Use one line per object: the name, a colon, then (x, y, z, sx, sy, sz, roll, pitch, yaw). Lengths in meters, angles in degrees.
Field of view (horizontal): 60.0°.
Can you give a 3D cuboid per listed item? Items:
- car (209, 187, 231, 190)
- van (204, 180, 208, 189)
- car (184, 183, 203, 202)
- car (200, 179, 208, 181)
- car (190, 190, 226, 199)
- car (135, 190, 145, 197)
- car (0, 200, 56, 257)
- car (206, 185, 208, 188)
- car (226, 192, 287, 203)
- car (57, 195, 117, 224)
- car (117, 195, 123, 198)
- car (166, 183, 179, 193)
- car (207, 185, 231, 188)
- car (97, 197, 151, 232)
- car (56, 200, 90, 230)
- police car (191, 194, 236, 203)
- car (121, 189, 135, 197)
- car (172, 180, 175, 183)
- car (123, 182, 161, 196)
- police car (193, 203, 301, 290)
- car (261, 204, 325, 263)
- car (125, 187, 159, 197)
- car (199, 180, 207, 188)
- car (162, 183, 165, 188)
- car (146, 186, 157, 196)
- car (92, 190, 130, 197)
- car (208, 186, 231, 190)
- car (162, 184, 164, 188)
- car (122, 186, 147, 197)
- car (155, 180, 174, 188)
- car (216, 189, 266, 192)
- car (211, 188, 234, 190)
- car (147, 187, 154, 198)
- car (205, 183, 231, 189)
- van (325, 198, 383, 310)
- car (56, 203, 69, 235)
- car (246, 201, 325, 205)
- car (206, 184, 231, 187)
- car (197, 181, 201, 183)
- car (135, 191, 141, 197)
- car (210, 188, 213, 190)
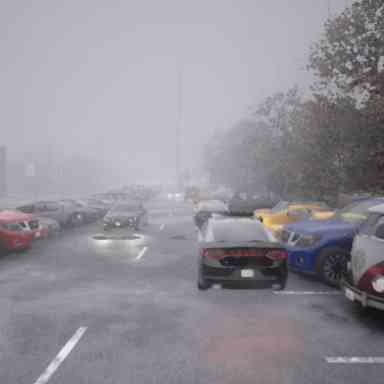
car: (5.084, 0.460, 44.870, 4.792, 1.488, 2.163, 0, 3, 0)
van: (5.013, -0.730, 61.442, 4.442, 1.987, 1.878, -1, 3, 0)
car: (0.086, 0.167, 44.927, 2.150, 2.045, 5.566, 0, 3, 1)
car: (4.931, -1.908, 91.292, 4.553, 1.767, 2.185, 0, 4, 0)
car: (1.090, 0.991, 24.781, 2.097, 1.767, 4.553, 0, 1, 0)
car: (-8.010, 0.807, 36.347, 4.792, 1.488, 2.163, 0, 2, 0)
car: (-7.993, 1.092, 11.273, 5.566, 2.045, 2.435, 0, 1, 0)
car: (5.155, 0.031, 53.103, 4.792, 1.488, 2.163, 0, 3, 0)
car: (4.900, 1.034, 28.146, 5.366, 1.575, 1.946, 0, 2, 0)
car: (-8.010, 1.173, 22.420, 5.008, 1.535, 2.097, 0, 1, 0)
car: (-7.996, 1.151, 25.209, 4.674, 1.452, 2.002, 0, 1, 0)
car: (-3.404, -0.501, 63.767, 1.895, 1.301, 4.718, 0, 3, 0)
car: (5.307, 0.153, 50.313, 5.366, 1.575, 1.946, 0, 3, 0)
car: (-3.570, 1.272, 18.528, 1.837, 1.490, 4.892, 0, 1, 0)
car: (-8.042, 1.302, 16.845, 4.792, 1.488, 2.163, 0, 1, 0)
police car: (1.081, 1.185, 18.926, 1.930, 1.638, 5.238, 0, 1, 0)
car: (-7.959, 0.837, 30.770, 4.553, 1.767, 2.185, 0, 2, 0)
car: (-8.173, -1.968, 93.956, 5.008, 1.535, 2.097, 0, 4, 0)
car: (-7.930, -0.093, 50.257, 5.566, 2.045, 2.435, 0, 3, 0)
police car: (1.065, 1.318, 8.930, 1.930, 1.638, 5.238, 0, 1, 0)
car: (5.244, 1.342, 11.294, 5.366, 1.575, 1.946, 0, 1, 0)
car: (-7.959, 0.003, 53.060, 5.008, 1.535, 2.097, 0, 3, 0)
car: (4.892, -1.592, 88.535, 5.008, 1.535, 2.097, 0, 4, 0)
car: (-7.970, -0.474, 61.396, 4.792, 1.488, 2.163, 0, 4, 0)
car: (-7.969, 0.304, 47.485, 4.892, 1.521, 2.231, 0, 3, 0)
car: (-7.963, 0.915, 27.991, 4.553, 1.767, 2.185, 0, 1, 0)
car: (5.303, 0.299, 47.521, 5.366, 1.575, 1.946, 0, 3, 0)
car: (-7.915, -0.302, 58.618, 4.792, 1.488, 2.163, 0, 4, 0)
car: (-8.008, 0.548, 39.127, 4.553, 1.767, 2.185, 0, 2, 0)
car: (-8.210, -1.747, 91.189, 4.792, 1.488, 2.163, 0, 4, 0)
car: (5.093, 0.779, 36.377, 4.892, 1.521, 2.231, 0, 2, 0)
car: (5.098, 0.668, 39.292, 5.008, 1.535, 2.097, 0, 2, 0)
car: (-7.996, 0.467, 44.711, 4.792, 1.488, 2.163, 0, 2, 0)
car: (5.138, -0.302, 58.790, 4.674, 1.452, 2.002, 0, 4, 0)
van: (4.933, 1.185, 5.722, 4.442, 1.987, 1.878, 0, 1, 0)
car: (-8.019, 1.350, 14.059, 4.674, 1.452, 2.002, 0, 1, 0)
car: (5.058, 1.310, 14.203, 5.008, 1.535, 2.097, 0, 1, 0)
car: (5.134, -0.131, 56.010, 4.674, 1.452, 2.002, 0, 4, 0)
car: (0.097, -0.463, 58.673, 2.097, 1.767, 4.553, 0, 4, 0)
car: (-7.956, 0.904, 33.561, 4.792, 1.488, 2.163, 0, 2, 0)
car: (5.103, 0.553, 42.080, 5.008, 1.535, 2.097, 0, 2, 0)
